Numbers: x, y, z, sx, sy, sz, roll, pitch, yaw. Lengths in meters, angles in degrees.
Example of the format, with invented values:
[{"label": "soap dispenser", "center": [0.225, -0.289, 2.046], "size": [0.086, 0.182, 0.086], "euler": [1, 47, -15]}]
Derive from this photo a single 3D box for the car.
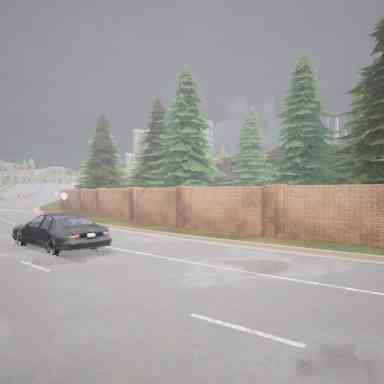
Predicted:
[{"label": "car", "center": [-5.325, 1.547, 13.261], "size": [5.357, 1.411, 2.033], "euler": [0, 0, 43]}]
